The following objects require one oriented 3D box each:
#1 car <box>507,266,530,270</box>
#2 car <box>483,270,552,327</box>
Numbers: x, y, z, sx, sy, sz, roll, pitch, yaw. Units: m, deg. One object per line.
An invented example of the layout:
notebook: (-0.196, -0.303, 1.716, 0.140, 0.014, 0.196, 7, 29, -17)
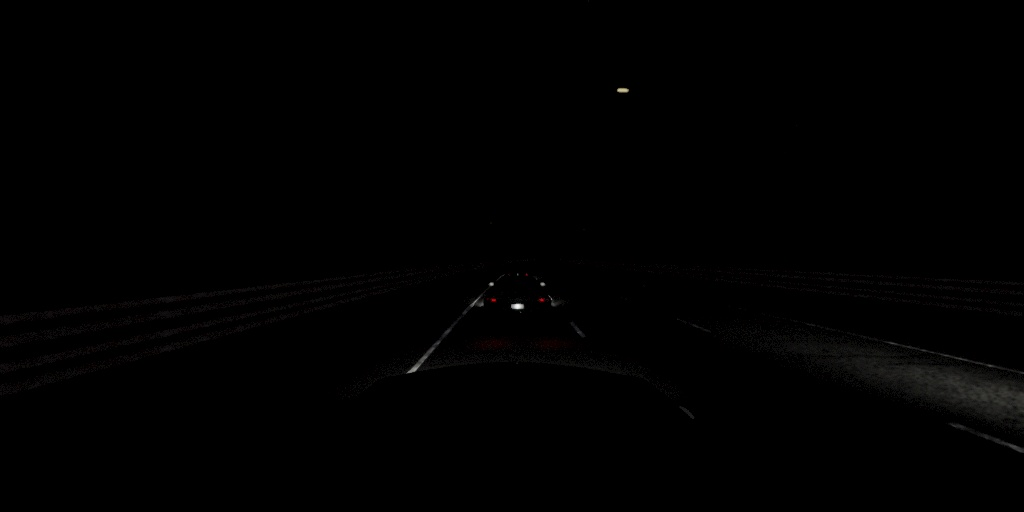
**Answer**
car: (0.502, 1.439, 28.927, 1.895, 1.301, 4.718, 0, 0, 2)
car: (0.170, 1.337, 11.662, 1.994, 1.385, 4.181, 0, 0, 1)
